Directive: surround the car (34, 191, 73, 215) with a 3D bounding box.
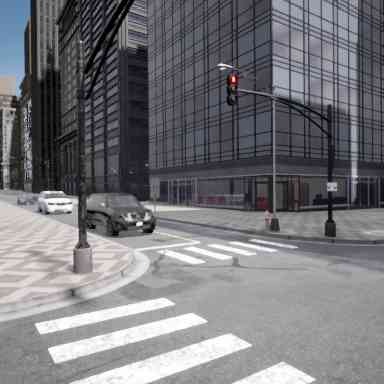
[{"bbox_3d":[-12.714,0.952,30.721,2.150,2.045,5.566,-1,2,-34],"label":"car"}]

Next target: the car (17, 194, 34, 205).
[{"bbox_3d":[-23.393,1.105,46.711,2.033,1.411,5.357,-1,1,-34],"label":"car"}]

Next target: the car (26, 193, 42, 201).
[{"bbox_3d":[-28.413,0.923,59.679,1.895,1.301,4.718,-1,1,-34],"label":"car"}]

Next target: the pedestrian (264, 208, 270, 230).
[{"bbox_3d":[3.906,1.374,17.249,0.500,1.100,0.500,0,0,-34],"label":"pedestrian"}]

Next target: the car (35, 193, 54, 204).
[{"bbox_3d":[-22.851,0.953,51.446,1.837,1.490,4.892,-1,1,-34],"label":"car"}]

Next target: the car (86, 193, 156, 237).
[{"bbox_3d":[-3.991,1.100,17.800,2.150,2.045,5.566,-1,1,-34],"label":"car"}]
